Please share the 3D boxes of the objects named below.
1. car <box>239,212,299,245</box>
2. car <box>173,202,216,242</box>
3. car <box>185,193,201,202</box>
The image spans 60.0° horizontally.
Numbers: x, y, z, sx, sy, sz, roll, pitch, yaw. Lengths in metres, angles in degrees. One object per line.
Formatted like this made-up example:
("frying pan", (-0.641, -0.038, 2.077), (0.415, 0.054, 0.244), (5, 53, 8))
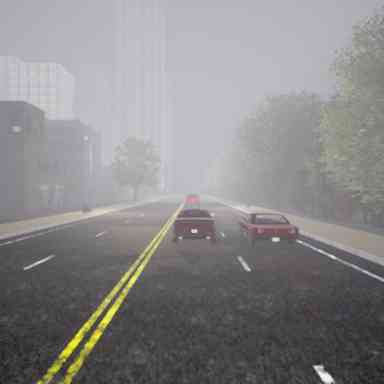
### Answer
("car", (3.350, 1.600, 15.498), (1.895, 1.301, 4.718), (0, 0, 0))
("car", (0.100, 1.476, 16.351), (1.882, 1.535, 5.008), (0, 0, 0))
("car", (0.100, 1.210, 48.957), (2.150, 2.045, 5.566), (0, 0, 0))
